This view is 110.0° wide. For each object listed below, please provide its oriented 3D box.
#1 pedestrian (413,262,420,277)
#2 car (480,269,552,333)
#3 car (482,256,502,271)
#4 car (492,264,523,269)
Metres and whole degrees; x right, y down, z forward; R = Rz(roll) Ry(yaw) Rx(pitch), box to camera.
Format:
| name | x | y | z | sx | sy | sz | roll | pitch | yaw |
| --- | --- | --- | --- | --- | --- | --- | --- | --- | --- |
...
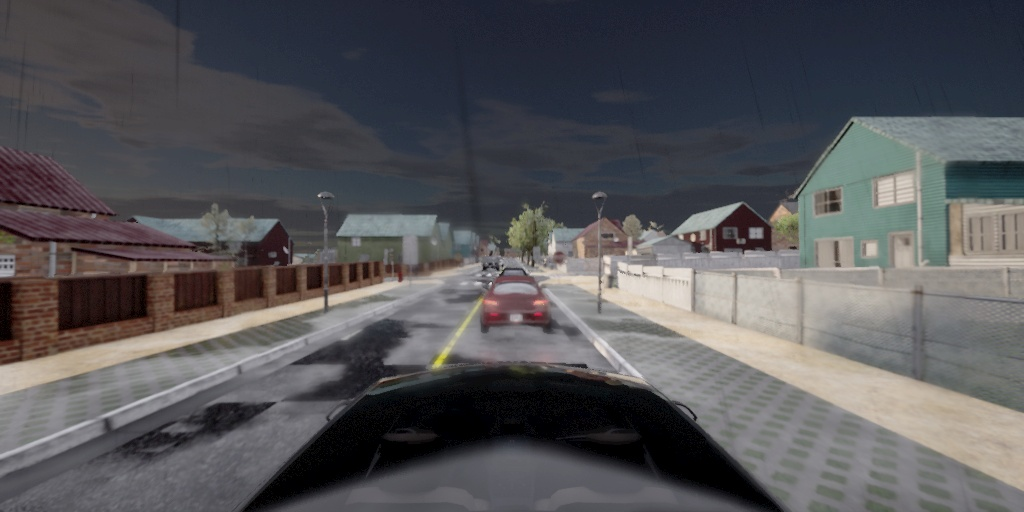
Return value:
| name | x | y | z | sx | sy | sz | roll | pitch | yaw |
| --- | --- | --- | --- | --- | --- | --- | --- | --- | --- |
| pedestrian | -9.696 | 1.223 | 36.318 | 0.375 | 1.860 | 0.375 | 0 | 0 | 0 |
| car | 0.091 | 1.282 | 10.600 | 1.812 | 1.442 | 4.674 | 0 | 0 | 0 |
| car | -2.846 | 0.987 | 49.277 | 2.150 | 2.045 | 5.566 | 0 | 0 | 0 |
| car | 0.078 | 1.324 | 19.670 | 1.994 | 1.385 | 4.181 | 0 | 0 | -1 |
